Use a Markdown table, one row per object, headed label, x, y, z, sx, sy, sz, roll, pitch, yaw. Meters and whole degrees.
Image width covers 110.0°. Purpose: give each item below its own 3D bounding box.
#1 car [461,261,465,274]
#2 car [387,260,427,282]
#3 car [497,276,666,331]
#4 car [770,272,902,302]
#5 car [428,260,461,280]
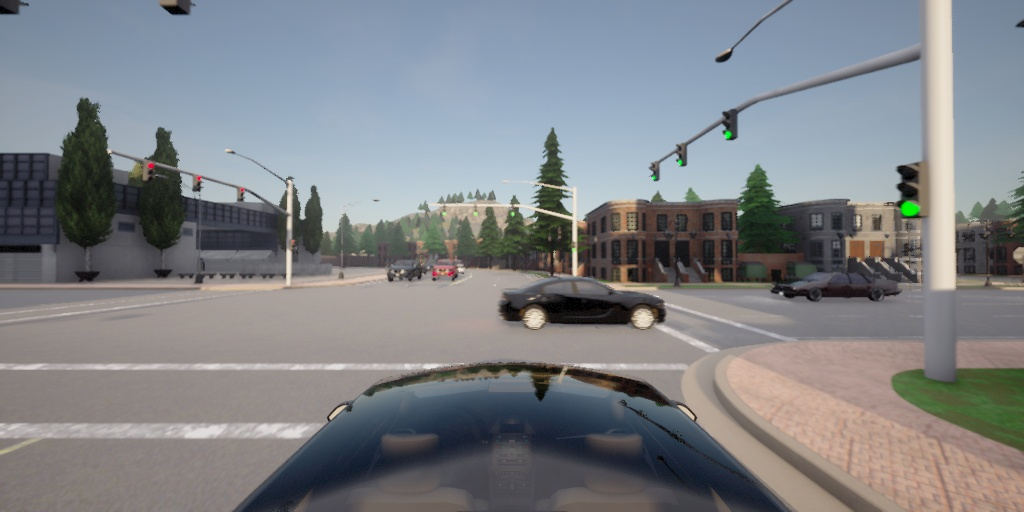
| label | x | y | z | sx | sy | sz | roll | pitch | yaw |
| --- | --- | --- | --- | --- | --- | --- | --- | --- | --- |
| car | -8.217 | 1.589 | 52.446 | 2.150 | 2.045 | 5.566 | 0 | -1 | -15 |
| car | -10.264 | 1.375 | 34.762 | 2.150 | 2.045 | 5.566 | 0 | -1 | -1 |
| car | 2.063 | 1.363 | 10.959 | 5.008 | 1.535 | 1.882 | 0 | -1 | 0 |
| car | 16.205 | 1.498 | 18.070 | 5.357 | 1.411 | 2.033 | 0 | -1 | 0 |
| car | -6.826 | 1.402 | 37.022 | 2.150 | 2.045 | 5.566 | 0 | -1 | -3 |
